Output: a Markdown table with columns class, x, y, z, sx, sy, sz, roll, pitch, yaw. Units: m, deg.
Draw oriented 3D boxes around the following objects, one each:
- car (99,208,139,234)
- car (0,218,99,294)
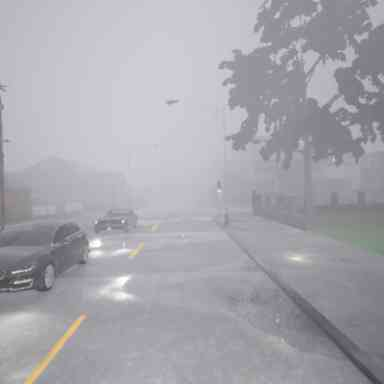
| class | x | y | z | sx | sy | sz | roll | pitch | yaw |
| --- | --- | --- | --- | --- | --- | --- | --- | --- | --- |
| car | -4.443 | 1.662 | 19.970 | 1.895 | 1.301 | 4.718 | -1 | 0 | -1 |
| car | -4.250 | 1.587 | 9.204 | 1.837 | 1.490 | 4.892 | -1 | 0 | -1 |
